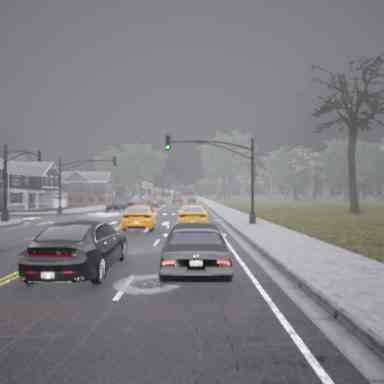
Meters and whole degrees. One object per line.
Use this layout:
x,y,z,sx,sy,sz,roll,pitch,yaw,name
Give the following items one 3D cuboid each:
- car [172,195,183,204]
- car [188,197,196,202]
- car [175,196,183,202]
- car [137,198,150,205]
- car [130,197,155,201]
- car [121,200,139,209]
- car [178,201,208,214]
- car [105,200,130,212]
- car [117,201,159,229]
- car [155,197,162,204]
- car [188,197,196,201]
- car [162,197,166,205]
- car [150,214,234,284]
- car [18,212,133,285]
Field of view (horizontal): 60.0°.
-3.281,1.641,74.962,2.150,2.045,5.566,0,0,0,car
-0.035,1.881,85.353,1.994,1.385,4.181,0,0,0,car
-3.285,1.806,85.352,1.882,1.535,5.008,0,0,0,car
-9.778,1.890,67.683,1.837,1.490,4.892,0,0,0,car
-6.580,1.770,44.891,1.837,1.490,4.892,0,0,2,car
-9.871,1.910,53.261,1.895,1.301,4.718,0,0,0,car
0.056,1.613,22.070,1.882,1.535,5.008,0,0,0,car
-9.866,1.858,43.371,1.895,1.301,4.718,0,0,0,car
-3.359,1.609,21.468,1.882,1.535,5.008,0,0,-4,car
-6.610,1.670,54.753,2.097,1.767,4.553,0,0,0,car
-0.031,1.916,74.931,1.837,1.490,4.892,0,0,0,car
-6.529,1.741,68.477,2.097,1.767,4.553,0,0,0,car
0.097,1.608,9.739,2.033,1.411,5.357,0,0,0,car
-3.155,1.567,9.699,1.837,1.490,4.892,0,0,0,car
